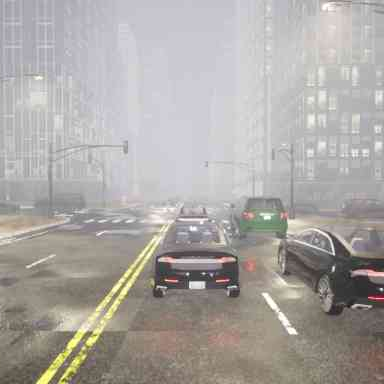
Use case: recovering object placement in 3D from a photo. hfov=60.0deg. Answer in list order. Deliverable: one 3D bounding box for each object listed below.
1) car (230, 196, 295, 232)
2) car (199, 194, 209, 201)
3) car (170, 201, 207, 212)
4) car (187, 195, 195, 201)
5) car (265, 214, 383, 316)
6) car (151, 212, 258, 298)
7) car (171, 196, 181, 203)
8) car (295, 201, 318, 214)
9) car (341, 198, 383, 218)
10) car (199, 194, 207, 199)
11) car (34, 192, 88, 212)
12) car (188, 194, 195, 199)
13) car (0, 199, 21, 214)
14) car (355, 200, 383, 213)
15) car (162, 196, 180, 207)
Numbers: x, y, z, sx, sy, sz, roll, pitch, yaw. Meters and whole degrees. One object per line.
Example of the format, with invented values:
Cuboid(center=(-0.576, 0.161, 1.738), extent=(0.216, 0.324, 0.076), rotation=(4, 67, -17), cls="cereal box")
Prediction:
Cuboid(center=(3.304, 1.213, 17.335), extent=(2.150, 2.045, 5.566), rotation=(0, 0, 0), cls="car")
Cuboid(center=(3.036, 1.513, 81.306), extent=(1.895, 1.301, 4.718), rotation=(0, 0, 0), cls="car")
Cuboid(center=(0.053, 1.482, 17.687), extent=(2.128, 1.511, 4.902), rotation=(0, 0, 0), cls="car")
Cuboid(center=(-0.213, 1.457, 80.853), extent=(2.033, 1.411, 5.357), rotation=(0, 0, 0), cls="car")
Cuboid(center=(3.328, 1.488, 7.493), extent=(2.128, 1.511, 4.902), rotation=(0, 0, 0), cls="car")
Cuboid(center=(0.078, 1.488, 8.502), extent=(2.128, 1.511, 4.902), rotation=(0, 0, 0), cls="car")
Cuboid(center=(-3.437, 1.493, 70.617), extent=(1.994, 1.385, 4.181), rotation=(0, 0, 0), cls="car")
Cuboid(center=(11.473, 1.629, 36.119), extent=(4.181, 1.385, 1.994), rotation=(0, 1, 3), cls="car")
Cuboid(center=(16.121, 1.519, 30.106), extent=(5.009, 1.841, 2.192), rotation=(1, 0, 1), cls="car")
Cuboid(center=(3.009, 1.294, 91.278), extent=(1.994, 1.385, 4.181), rotation=(0, 0, 0), cls="car")
Cuboid(center=(-14.202, 1.061, 36.290), extent=(5.566, 2.045, 2.150), rotation=(1, 1, 1), cls="car")
Cuboid(center=(-0.241, 1.337, 91.300), extent=(1.895, 1.301, 4.718), rotation=(0, 0, 0), cls="car")
Cuboid(center=(-19.481, 1.408, 33.186), extent=(4.181, 1.385, 1.994), rotation=(1, 1, 1), cls="car")
Cuboid(center=(21.708, 1.642, 38.407), extent=(4.829, 1.417, 1.752), rotation=(1, 0, 1), cls="car")
Cuboid(center=(-3.478, 1.455, 51.380), extent=(2.128, 1.511, 4.902), rotation=(0, 0, 0), cls="car")
